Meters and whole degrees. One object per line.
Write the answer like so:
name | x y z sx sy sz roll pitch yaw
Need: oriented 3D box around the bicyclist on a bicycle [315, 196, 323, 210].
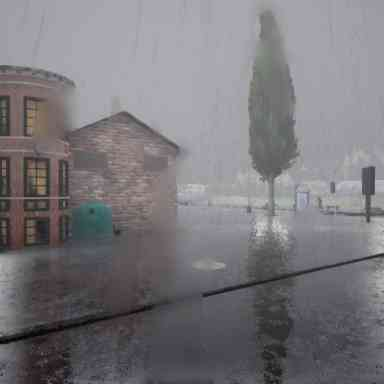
bicyclist on a bicycle | 15.350 1.349 40.171 1.656 1.620 0.582 0 0 -36

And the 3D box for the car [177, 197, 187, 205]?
car | -2.656 1.562 58.129 1.994 1.385 4.181 0 0 -36
